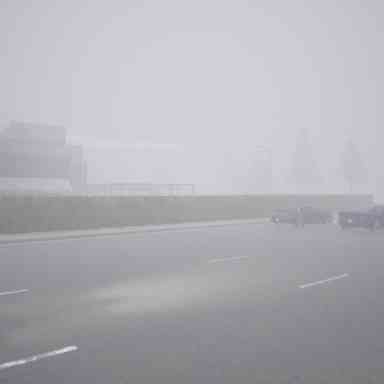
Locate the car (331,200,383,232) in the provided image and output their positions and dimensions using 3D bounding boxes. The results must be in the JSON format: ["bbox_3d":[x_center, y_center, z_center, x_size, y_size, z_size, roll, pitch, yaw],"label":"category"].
[{"bbox_3d":[10.867,1.477,20.081,5.008,1.535,1.882,0,0,-35],"label":"car"}]

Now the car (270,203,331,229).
[{"bbox_3d":[7.230,1.491,21.786,4.902,1.511,2.128,0,0,-35],"label":"car"}]

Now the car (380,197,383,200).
[{"bbox_3d":[43.877,1.595,74.712,1.895,1.301,4.718,0,0,13],"label":"car"}]
